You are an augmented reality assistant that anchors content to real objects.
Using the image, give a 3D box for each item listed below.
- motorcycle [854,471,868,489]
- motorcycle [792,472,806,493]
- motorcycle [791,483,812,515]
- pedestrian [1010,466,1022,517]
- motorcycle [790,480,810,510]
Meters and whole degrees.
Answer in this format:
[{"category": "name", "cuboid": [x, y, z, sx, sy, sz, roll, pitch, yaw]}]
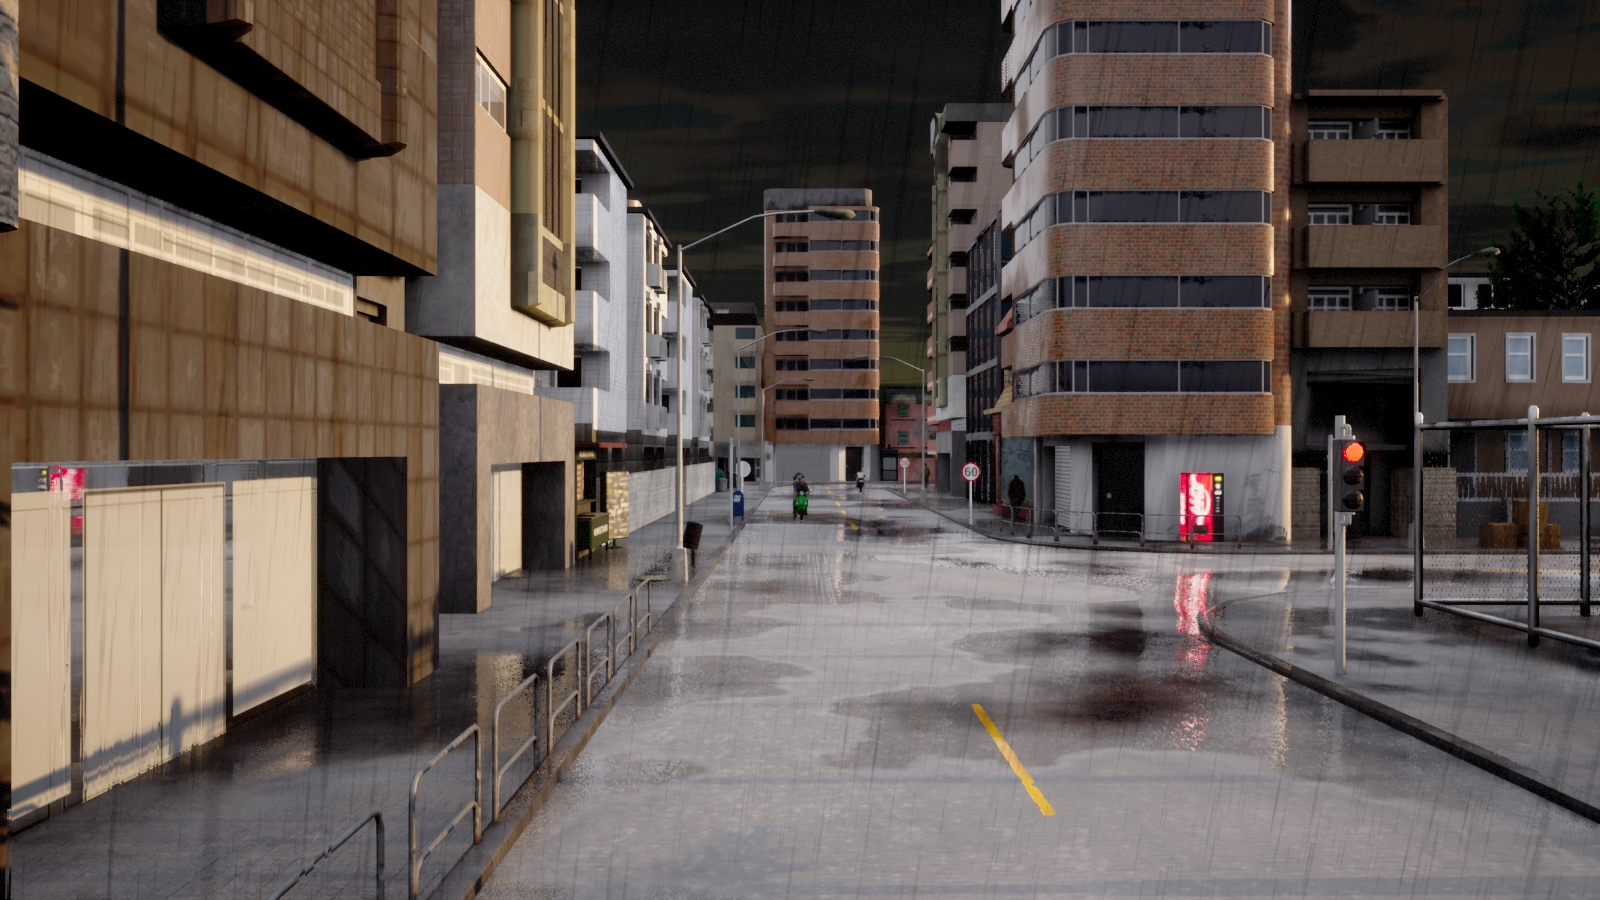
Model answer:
[{"category": "motorcycle", "cuboid": [4.044, 2.005, 76.217, 0.803, 1.145, 2.033, 0, 0, 0]}, {"category": "motorcycle", "cuboid": [-0.063, 1.997, 71.127, 0.867, 1.251, 2.209, 0, 0, -1]}, {"category": "motorcycle", "cuboid": [0.063, 1.970, 46.521, 0.856, 1.236, 1.805, 0, 0, 0]}, {"category": "pedestrian", "cuboid": [7.939, 1.523, 41.977, 0.375, 1.860, 0.375, 0, 0, 4]}, {"category": "motorcycle", "cuboid": [0.019, 1.970, 50.389, 0.856, 1.236, 1.805, 0, 0, 0]}]
